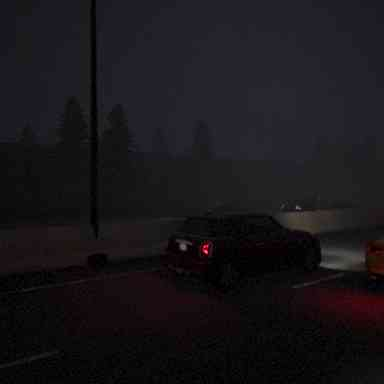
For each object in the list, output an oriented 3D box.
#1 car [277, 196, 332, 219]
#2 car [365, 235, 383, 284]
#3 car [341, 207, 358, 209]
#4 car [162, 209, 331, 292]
[{"bbox_3d":[9.450,1.220,27.924,4.553,1.767,2.097,-1,0,-35],"label":"car"},{"bbox_3d":[6.245,1.424,8.199,5.008,1.535,1.882,0,0,-35],"label":"car"},{"bbox_3d":[10.474,1.401,24.356,4.674,1.442,1.812,0,0,-35],"label":"car"},{"bbox_3d":[1.522,1.317,9.130,4.553,1.767,2.097,0,0,-35],"label":"car"}]
